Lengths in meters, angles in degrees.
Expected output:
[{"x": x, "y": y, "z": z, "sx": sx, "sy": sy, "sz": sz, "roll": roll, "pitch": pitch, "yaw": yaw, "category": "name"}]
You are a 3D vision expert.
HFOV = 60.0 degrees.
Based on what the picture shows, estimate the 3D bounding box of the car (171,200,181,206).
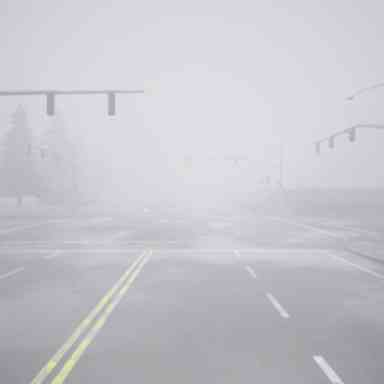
[{"x": -3.503, "y": 2.370, "z": 73.273, "sx": 1.994, "sy": 1.385, "sz": 4.181, "roll": 0, "pitch": -1, "yaw": 0, "category": "car"}]

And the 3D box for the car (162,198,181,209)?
[{"x": -3.549, "y": 2.191, "z": 57.623, "sx": 2.033, "sy": 1.411, "sz": 5.357, "roll": 0, "pitch": -1, "yaw": 1, "category": "car"}]

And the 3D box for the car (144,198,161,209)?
[{"x": -7.050, "y": 2.171, "z": 57.799, "sx": 1.812, "sy": 1.442, "sz": 4.674, "roll": 0, "pitch": -1, "yaw": 0, "category": "car"}]

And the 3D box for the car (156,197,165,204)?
[{"x": -7.003, "y": 2.044, "z": 73.397, "sx": 2.150, "sy": 2.045, "sz": 5.566, "roll": 0, "pitch": -1, "yaw": 0, "category": "car"}]
